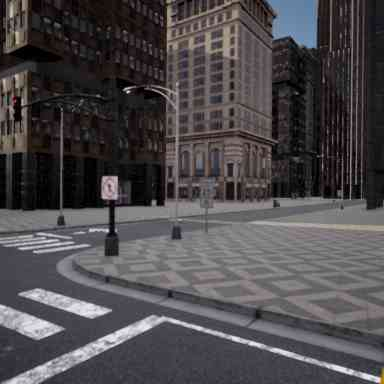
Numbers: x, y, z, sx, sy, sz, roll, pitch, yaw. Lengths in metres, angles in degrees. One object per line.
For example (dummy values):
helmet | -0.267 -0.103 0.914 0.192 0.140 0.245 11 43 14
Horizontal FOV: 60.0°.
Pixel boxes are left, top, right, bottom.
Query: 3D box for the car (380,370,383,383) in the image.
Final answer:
car | 3.507 1.478 1.192 5.008 1.535 1.882 0 0 35
